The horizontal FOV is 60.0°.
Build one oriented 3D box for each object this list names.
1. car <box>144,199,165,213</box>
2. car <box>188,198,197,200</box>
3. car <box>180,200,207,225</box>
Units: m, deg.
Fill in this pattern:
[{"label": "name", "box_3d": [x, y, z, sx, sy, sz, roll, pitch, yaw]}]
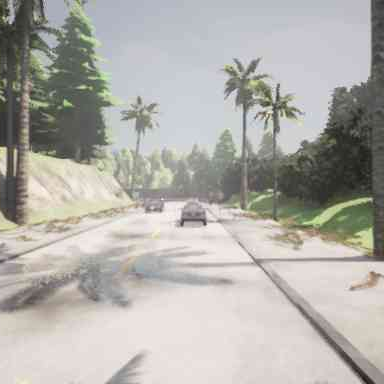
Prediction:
[{"label": "car", "box_3d": [-4.070, 1.518, 36.852, 2.128, 1.511, 4.902, 0, 0, 0]}, {"label": "car", "box_3d": [0.107, 1.639, 55.348, 1.895, 1.301, 4.718, 0, 0, 0]}, {"label": "car", "box_3d": [0.103, 1.565, 24.515, 2.033, 1.411, 5.357, 0, 0, 0]}]
